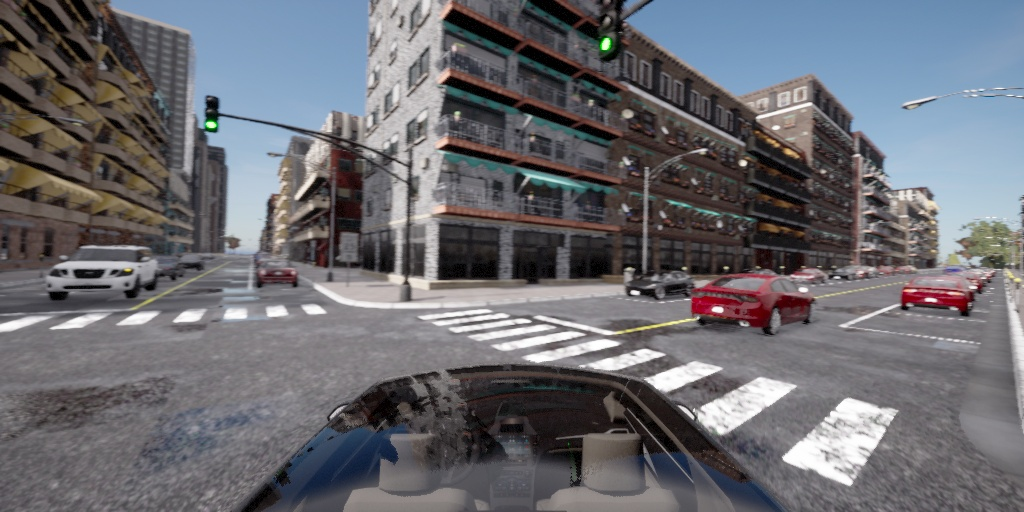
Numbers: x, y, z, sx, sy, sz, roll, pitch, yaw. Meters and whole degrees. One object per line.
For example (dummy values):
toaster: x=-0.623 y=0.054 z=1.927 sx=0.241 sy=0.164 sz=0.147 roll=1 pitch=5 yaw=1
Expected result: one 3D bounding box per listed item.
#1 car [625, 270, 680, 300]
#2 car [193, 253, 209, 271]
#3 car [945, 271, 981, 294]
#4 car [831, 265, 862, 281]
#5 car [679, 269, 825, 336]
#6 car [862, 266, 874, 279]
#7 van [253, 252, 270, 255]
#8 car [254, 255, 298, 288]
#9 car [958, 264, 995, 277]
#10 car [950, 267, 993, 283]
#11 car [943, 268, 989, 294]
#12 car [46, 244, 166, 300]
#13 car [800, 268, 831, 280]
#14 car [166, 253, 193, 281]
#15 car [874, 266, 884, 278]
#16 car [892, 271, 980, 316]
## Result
car: x=7.513 y=1.377 z=18.058 sx=4.313 sy=1.339 sz=1.948 roll=0 pitch=0 yaw=-36
car: x=-29.343 y=0.561 z=32.650 sx=1.882 sy=1.535 sz=5.008 roll=2 pitch=0 yaw=-36
car: x=21.645 y=1.621 z=17.835 sx=4.207 sy=1.307 sz=1.802 roll=0 pitch=0 yaw=-36
car: x=35.022 y=1.854 z=37.982 sx=4.313 sy=1.339 sz=1.948 roll=0 pitch=0 yaw=-36
car: x=7.286 y=1.278 z=10.678 sx=5.008 sy=1.535 sz=1.882 roll=1 pitch=0 yaw=-36
car: x=39.594 y=1.808 z=41.321 sx=4.097 sy=1.591 sz=1.967 roll=0 pitch=0 yaw=-36
van: x=-33.015 y=0.435 z=47.550 sx=1.690 sy=1.789 sz=3.998 roll=0 pitch=0 yaw=-36
car: x=-13.571 y=0.918 z=20.635 sx=1.967 sy=1.591 sz=4.097 roll=0 pitch=0 yaw=-36
car: x=49.074 y=1.956 z=37.865 sx=4.097 sy=1.591 sz=1.967 roll=0 pitch=0 yaw=-36
car: x=39.930 y=1.907 z=31.189 sx=4.403 sy=1.370 sz=2.007 roll=0 pitch=0 yaw=-36
car: x=30.786 y=1.743 z=24.513 sx=4.507 sy=1.381 sz=1.888 roll=0 pitch=0 yaw=-36
car: x=-16.415 y=0.563 z=14.744 sx=2.150 sy=2.045 sz=5.566 roll=2 pitch=-1 yaw=-36
car: x=25.878 y=1.712 z=31.306 sx=4.207 sy=1.307 sz=1.802 roll=0 pitch=0 yaw=-36
car: x=-22.251 y=0.716 z=22.814 sx=2.128 sy=1.511 sz=4.902 roll=2 pitch=-1 yaw=-36
car: x=44.166 y=1.999 z=44.659 sx=4.403 sy=1.370 sz=2.007 roll=0 pitch=0 yaw=-36
car: x=17.115 y=1.505 z=14.440 sx=4.507 sy=1.381 sz=1.888 roll=0 pitch=0 yaw=-36
